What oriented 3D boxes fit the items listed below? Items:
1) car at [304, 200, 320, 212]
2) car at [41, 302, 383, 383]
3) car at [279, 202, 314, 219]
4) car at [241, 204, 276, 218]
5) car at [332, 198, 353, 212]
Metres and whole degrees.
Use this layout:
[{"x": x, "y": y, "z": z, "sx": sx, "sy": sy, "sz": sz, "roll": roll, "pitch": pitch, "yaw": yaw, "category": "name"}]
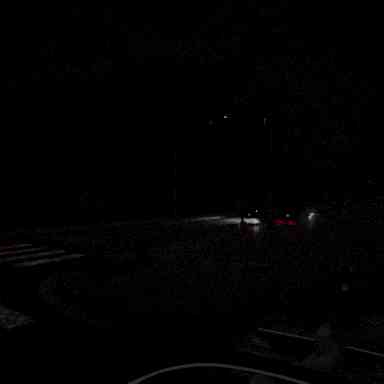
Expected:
[{"x": 16.926, "y": 1.971, "z": 47.811, "sx": 1.837, "sy": 1.490, "sz": 4.892, "roll": 2, "pitch": 0, "yaw": 36, "category": "car"}, {"x": 0.650, "y": 1.550, "z": 2.327, "sx": 4.403, "sy": 1.369, "sz": 2.008, "roll": 0, "pitch": 1, "yaw": 36, "category": "car"}, {"x": 10.576, "y": 1.997, "z": 34.019, "sx": 1.895, "sy": 1.301, "sz": 4.718, "roll": 2, "pitch": 0, "yaw": 36, "category": "car"}, {"x": 6.797, "y": 1.901, "z": 33.796, "sx": 1.895, "sy": 1.301, "sz": 4.718, "roll": 2, "pitch": 0, "yaw": 36, "category": "car"}, {"x": 23.774, "y": 1.962, "z": 52.494, "sx": 2.150, "sy": 2.045, "sz": 5.566, "roll": 2, "pitch": 0, "yaw": 36, "category": "car"}]
